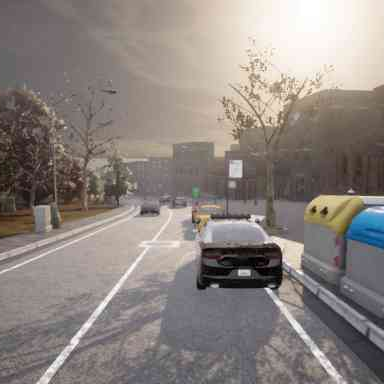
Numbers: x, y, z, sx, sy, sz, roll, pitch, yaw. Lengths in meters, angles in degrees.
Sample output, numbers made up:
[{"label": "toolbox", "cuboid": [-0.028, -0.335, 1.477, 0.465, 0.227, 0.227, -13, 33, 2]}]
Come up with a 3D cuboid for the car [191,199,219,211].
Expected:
[{"label": "car", "cuboid": [1.034, 1.419, 19.358, 1.801, 1.575, 5.366, 0, 0, 0]}]

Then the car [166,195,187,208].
[{"label": "car", "cuboid": [-1.931, 1.384, 46.897, 2.128, 1.511, 4.902, -1, 0, -10]}]

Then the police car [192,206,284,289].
[{"label": "police car", "cuboid": [1.043, 1.408, 9.232, 1.930, 1.638, 5.238, 0, 0, 0]}]

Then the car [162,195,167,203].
[{"label": "car", "cuboid": [-4.775, 1.386, 60.387, 1.837, 1.490, 4.892, -2, 0, -16]}]

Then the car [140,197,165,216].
[{"label": "car", "cuboid": [-3.906, 1.498, 31.987, 2.033, 1.411, 5.357, 0, 0, -3]}]
